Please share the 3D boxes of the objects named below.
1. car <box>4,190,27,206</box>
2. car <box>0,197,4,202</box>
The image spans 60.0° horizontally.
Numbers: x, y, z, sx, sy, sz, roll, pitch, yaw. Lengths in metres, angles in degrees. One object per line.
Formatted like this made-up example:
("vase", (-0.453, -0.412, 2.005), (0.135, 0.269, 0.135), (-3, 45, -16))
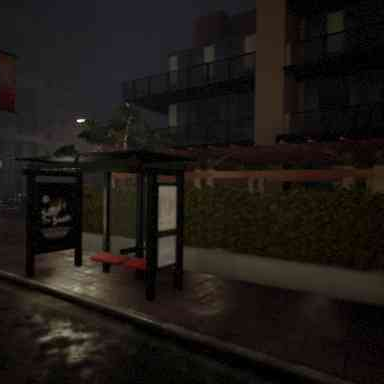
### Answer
("car", (-18.360, 0.501, 39.034), (2.150, 2.045, 5.566), (1, 1, 35))
("car", (-20.933, 0.759, 41.471), (2.033, 1.411, 5.357), (1, 1, 35))
